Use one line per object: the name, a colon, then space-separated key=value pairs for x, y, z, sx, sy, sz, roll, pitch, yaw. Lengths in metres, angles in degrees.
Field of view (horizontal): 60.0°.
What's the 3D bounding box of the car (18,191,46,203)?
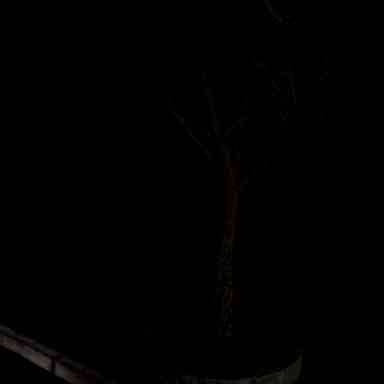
car: x=-20.051 y=0.922 z=40.744 sx=2.150 sy=2.045 sz=5.566 roll=1 pitch=0 yaw=32
